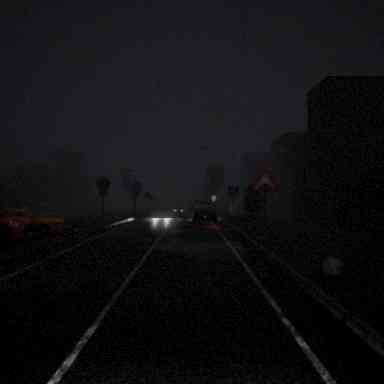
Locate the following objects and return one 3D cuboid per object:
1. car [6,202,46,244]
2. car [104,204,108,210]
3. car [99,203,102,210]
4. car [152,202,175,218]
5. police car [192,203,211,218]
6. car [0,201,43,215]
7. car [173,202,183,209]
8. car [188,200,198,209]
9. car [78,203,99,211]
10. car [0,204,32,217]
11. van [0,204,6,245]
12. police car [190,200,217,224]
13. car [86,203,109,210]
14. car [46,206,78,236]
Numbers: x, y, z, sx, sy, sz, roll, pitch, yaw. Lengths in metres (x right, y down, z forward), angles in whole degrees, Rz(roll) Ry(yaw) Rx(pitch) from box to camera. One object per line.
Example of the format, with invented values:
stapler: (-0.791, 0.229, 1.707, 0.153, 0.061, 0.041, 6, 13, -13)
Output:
car: (-9.571, 1.395, 15.197, 4.553, 1.767, 2.185, 0, -1, 0)
car: (-21.789, 3.214, 73.531, 5.008, 1.535, 2.097, 0, -2, 0)
car: (-21.791, 3.109, 70.259, 4.892, 1.521, 2.231, 0, -2, 0)
car: (-3.303, 2.148, 36.962, 1.994, 1.385, 4.181, 0, -2, 0)
police car: (1.019, 2.024, 37.496, 1.930, 1.638, 5.238, 0, -2, 0)
car: (-21.946, 2.085, 42.666, 4.553, 1.767, 2.185, 0, -2, 0)
car: (-3.067, 3.440, 77.309, 1.895, 1.301, 4.718, 0, -2, 0)
car: (0.186, 3.028, 78.156, 2.150, 2.045, 5.566, 0, -2, 0)
car: (-21.808, 3.042, 66.984, 4.674, 1.452, 2.002, 0, -2, 0)
car: (-21.887, 2.150, 39.492, 4.674, 1.452, 2.002, 0, -2, 0)
van: (-9.642, 1.261, 12.161, 4.442, 1.987, 1.878, 0, -1, 0)
police car: (0.993, 1.713, 27.489, 1.930, 1.638, 5.238, 0, -2, 0)
car: (-21.767, 3.357, 76.676, 4.674, 1.452, 2.002, 0, -2, 0)
car: (-9.368, 1.563, 18.114, 5.366, 1.575, 1.946, 0, -1, 0)
